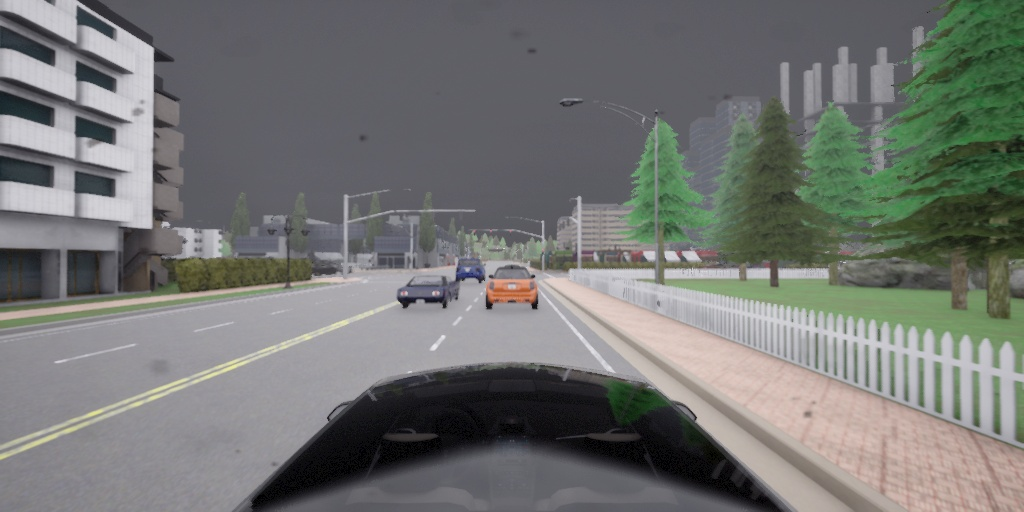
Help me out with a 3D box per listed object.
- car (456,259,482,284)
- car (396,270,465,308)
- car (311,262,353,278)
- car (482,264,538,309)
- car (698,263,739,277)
[{"bbox_3d":[-3.513,1.237,30.864,2.150,2.045,5.566,0,0,0],"label":"car"},{"bbox_3d":[-3.501,1.483,15.951,1.895,1.301,4.718,0,0,0],"label":"car"},{"bbox_3d":[-19.592,1.433,38.245,4.892,1.490,1.837,0,-1,-3],"label":"car"},{"bbox_3d":[0.000,1.232,15.928,2.097,1.767,4.553,0,-1,0],"label":"car"},{"bbox_3d":[22.685,1.466,39.161,4.674,1.442,1.812,0,-1,-1],"label":"car"}]
